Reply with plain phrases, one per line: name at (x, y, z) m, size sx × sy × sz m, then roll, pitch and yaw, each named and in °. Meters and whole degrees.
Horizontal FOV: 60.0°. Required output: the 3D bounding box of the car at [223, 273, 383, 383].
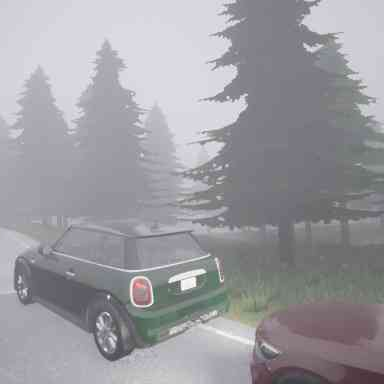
car at (2.748, 1.531, 2.596) m, size 4.674 × 1.442 × 1.812 m, roll 1°, pitch 0°, yaw 36°

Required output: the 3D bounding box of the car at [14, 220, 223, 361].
car at (-1.578, 1.308, 6.221) m, size 4.553 × 1.767 × 2.097 m, roll 1°, pitch 1°, yaw 44°
